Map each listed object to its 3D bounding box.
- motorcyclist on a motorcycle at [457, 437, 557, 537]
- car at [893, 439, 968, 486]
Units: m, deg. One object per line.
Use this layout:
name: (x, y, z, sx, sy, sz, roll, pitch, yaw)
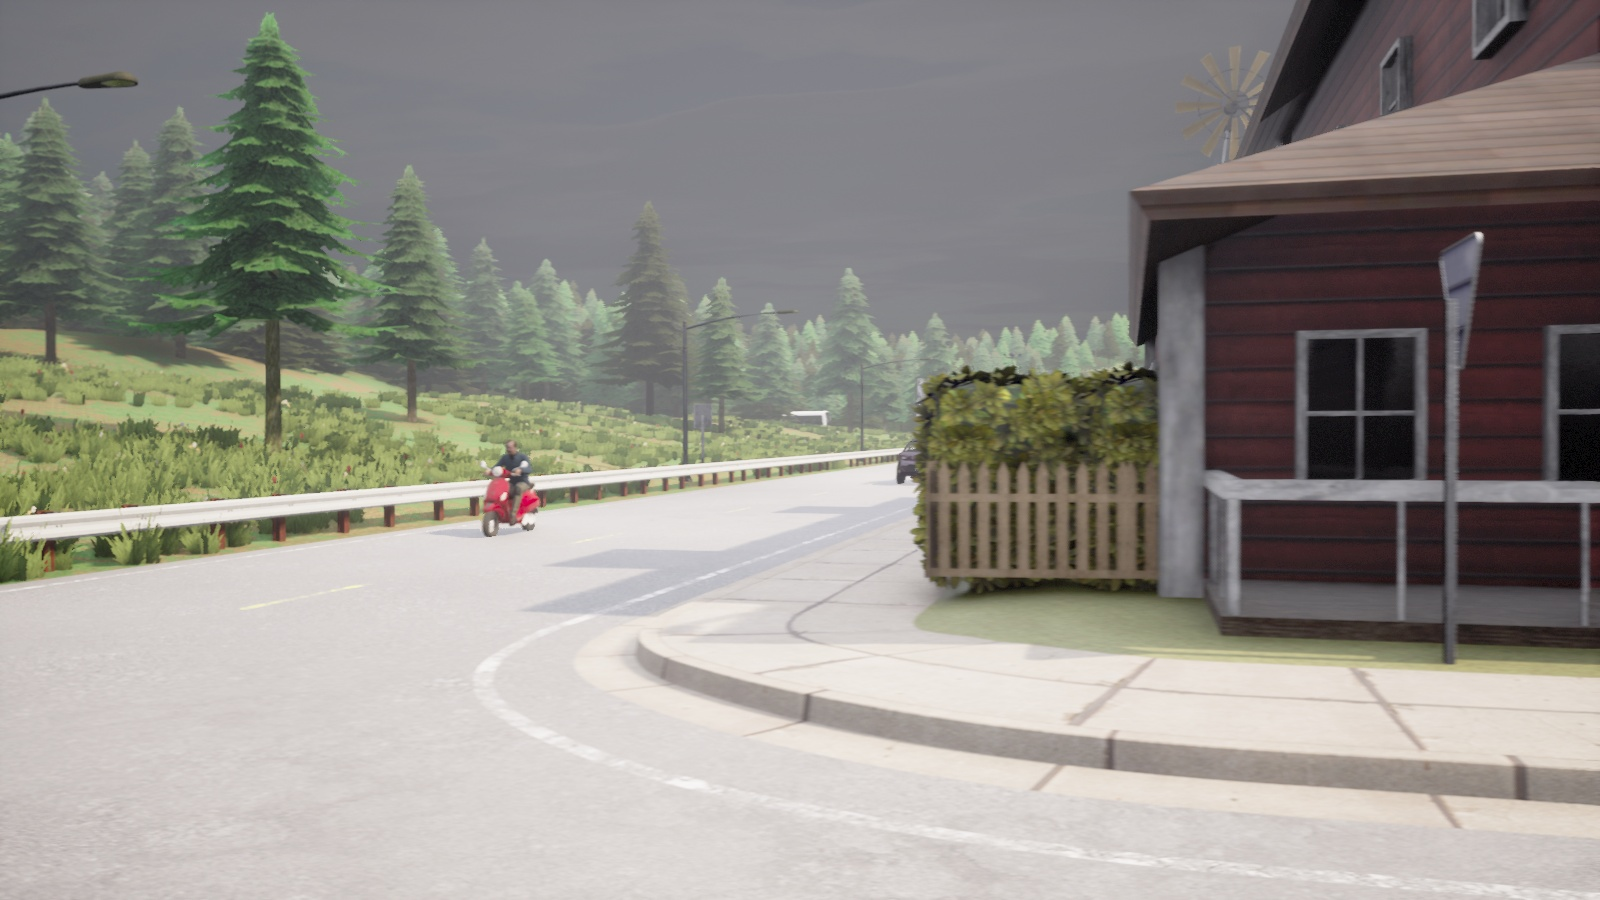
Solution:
motorcyclist on a motorcycle: (-4.879, 0.587, 21.057, 0.866, 1.590, 1.817, 0, 1, 15)
car: (4.375, 0.371, 41.733, 1.816, 1.474, 4.193, 0, 1, 15)
